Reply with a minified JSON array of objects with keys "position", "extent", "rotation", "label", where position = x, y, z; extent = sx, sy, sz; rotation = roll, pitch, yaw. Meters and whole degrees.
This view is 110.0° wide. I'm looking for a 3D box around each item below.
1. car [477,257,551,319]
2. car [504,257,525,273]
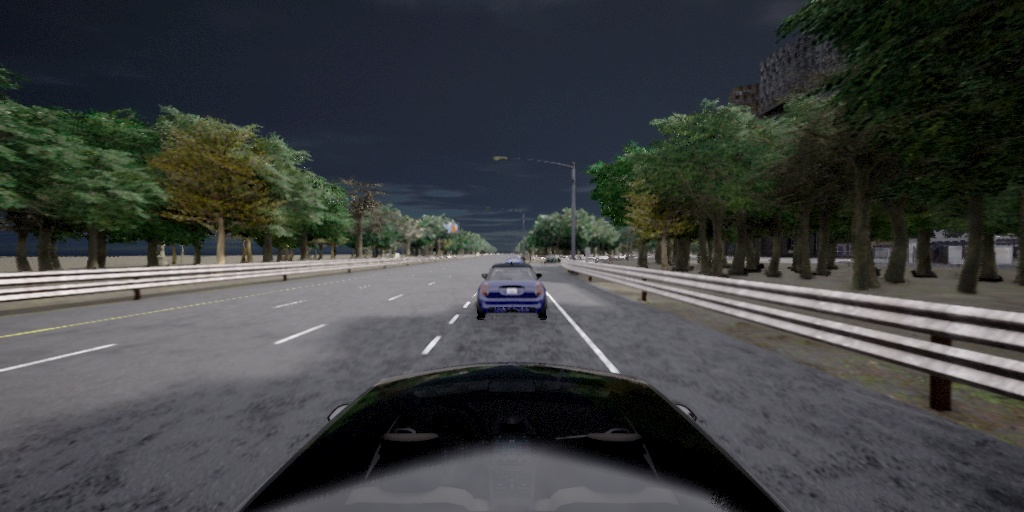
[{"position":[-0.006,1.006,12.428],"extent":[2.097,1.767,4.553],"rotation":[0,1,0],"label":"car"},{"position":[0.337,0.909,37.497],"extent":[1.882,1.535,5.008],"rotation":[0,0,4],"label":"car"}]
